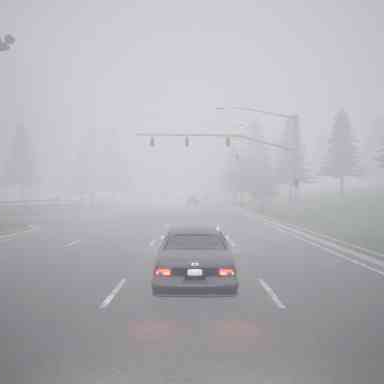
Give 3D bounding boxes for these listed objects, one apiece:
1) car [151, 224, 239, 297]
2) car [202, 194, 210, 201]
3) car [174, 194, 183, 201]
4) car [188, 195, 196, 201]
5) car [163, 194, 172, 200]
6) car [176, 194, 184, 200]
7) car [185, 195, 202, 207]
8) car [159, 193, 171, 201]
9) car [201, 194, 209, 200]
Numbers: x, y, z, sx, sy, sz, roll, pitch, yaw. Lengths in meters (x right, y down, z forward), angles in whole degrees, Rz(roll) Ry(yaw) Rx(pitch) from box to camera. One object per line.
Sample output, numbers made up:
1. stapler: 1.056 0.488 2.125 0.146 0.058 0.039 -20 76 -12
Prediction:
1. car: 0.075 1.547 8.726 2.033 1.411 5.357 0 0 0
2. car: 3.587 1.492 83.405 1.837 1.490 4.892 0 0 0
3. car: -3.413 1.517 83.829 1.812 1.442 4.674 0 0 0
4. car: 0.090 1.537 86.325 2.033 1.411 5.357 0 0 0
5. car: -6.902 1.385 93.836 1.994 1.385 4.181 0 0 0
6. car: -3.402 1.358 93.832 2.128 1.511 4.902 0 0 0
7. car: 0.053 1.352 52.765 2.097 1.767 4.553 0 0 0
8. car: -6.913 1.217 83.446 2.150 2.045 5.566 0 0 0
9. car: 3.598 1.310 93.825 1.882 1.535 5.008 0 0 0
